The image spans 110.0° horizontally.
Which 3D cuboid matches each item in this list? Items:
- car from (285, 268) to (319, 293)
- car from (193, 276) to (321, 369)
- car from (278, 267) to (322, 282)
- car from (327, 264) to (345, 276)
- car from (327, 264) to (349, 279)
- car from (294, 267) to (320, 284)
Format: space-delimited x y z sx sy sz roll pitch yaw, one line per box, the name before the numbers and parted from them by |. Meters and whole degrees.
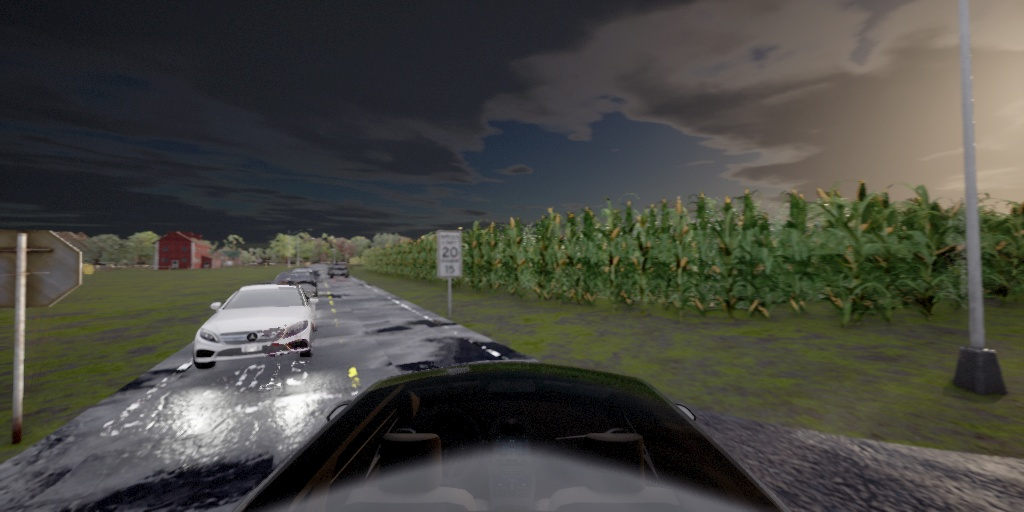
car | -14.298 1.592 24.589 1.812 1.442 4.674 0 -1 -28
car | -5.629 1.377 8.382 1.812 1.442 4.674 0 -1 -27
car | -9.931 1.449 16.460 2.128 1.511 4.902 0 -1 -28
car | -24.588 1.887 49.946 2.128 1.511 4.902 0 -1 -28
car | -19.658 1.760 40.774 2.128 1.511 4.902 0 -1 -28
car | -18.966 1.750 33.331 1.994 1.385 4.181 0 -1 -28
